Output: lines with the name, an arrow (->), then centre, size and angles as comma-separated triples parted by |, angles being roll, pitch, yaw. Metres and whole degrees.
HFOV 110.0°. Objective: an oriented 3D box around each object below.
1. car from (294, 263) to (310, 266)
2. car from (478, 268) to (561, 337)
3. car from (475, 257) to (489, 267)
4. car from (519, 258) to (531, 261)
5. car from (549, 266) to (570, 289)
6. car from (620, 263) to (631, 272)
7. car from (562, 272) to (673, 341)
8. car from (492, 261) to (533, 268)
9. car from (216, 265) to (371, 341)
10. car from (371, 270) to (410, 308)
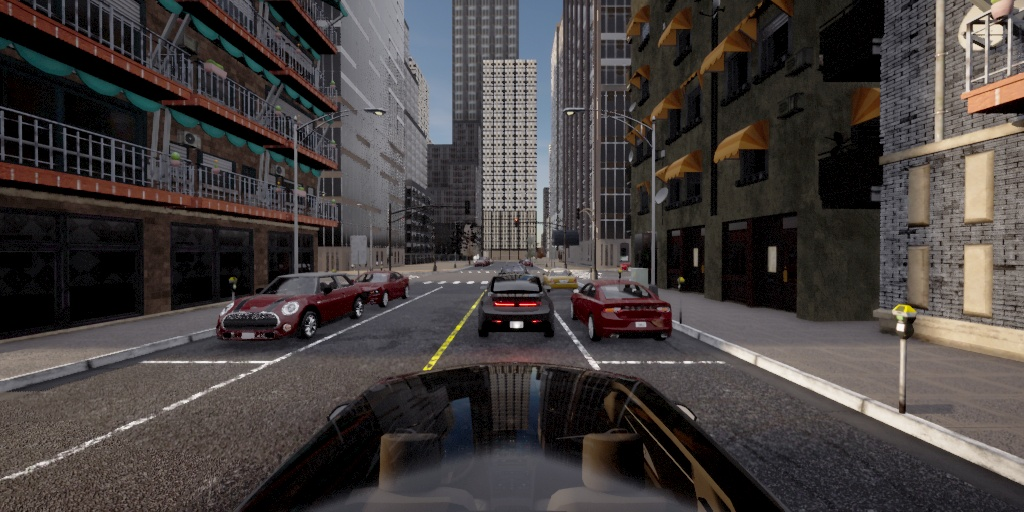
car -> -23.806, 1.494, 39.590 | 4.097, 1.591, 1.967 | 0, 0, 0
car -> 0.106, 1.253, 10.253 | 1.837, 1.490, 4.892 | 0, 0, 0
car -> -5.644, 1.291, 64.282 | 1.888, 1.381, 4.507 | 0, 0, 0
car -> 2.736, 1.186, 64.275 | 1.967, 1.591, 4.097 | 0, 0, 0
car -> 2.704, 1.273, 20.919 | 1.751, 1.417, 4.829 | 0, 0, 0
car -> 14.291, 1.005, 39.882 | 4.507, 1.381, 1.888 | 0, 0, 0
car -> 2.696, 1.294, 9.702 | 1.888, 1.381, 4.507 | 0, 0, 0
car -> 0.113, 1.239, 20.386 | 2.128, 1.511, 4.902 | 0, 0, 0
car -> -5.686, 1.188, 9.722 | 1.967, 1.591, 4.097 | 0, 0, 0
car -> -5.682, 1.293, 15.246 | 1.888, 1.381, 4.507 | 0, 0, 0
